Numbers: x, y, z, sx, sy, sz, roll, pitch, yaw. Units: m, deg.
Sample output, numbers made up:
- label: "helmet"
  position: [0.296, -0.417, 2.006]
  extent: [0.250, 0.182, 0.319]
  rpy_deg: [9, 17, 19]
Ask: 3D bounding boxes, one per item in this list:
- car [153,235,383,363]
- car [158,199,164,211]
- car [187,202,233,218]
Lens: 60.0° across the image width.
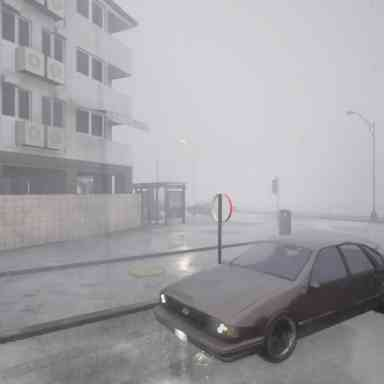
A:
- label: "car"
  position: [2.021, 1.547, 6.046]
  extent: [5.357, 1.411, 2.033]
  rpy_deg: [0, 0, -35]
- label: "car"
  position: [-4.080, 1.547, 38.376]
  extent: [2.033, 1.411, 5.357]
  rpy_deg: [0, 0, -35]
- label: "car"
  position: [1.554, 1.601, 30.458]
  extent: [1.895, 1.301, 4.718]
  rpy_deg: [0, 0, -35]
